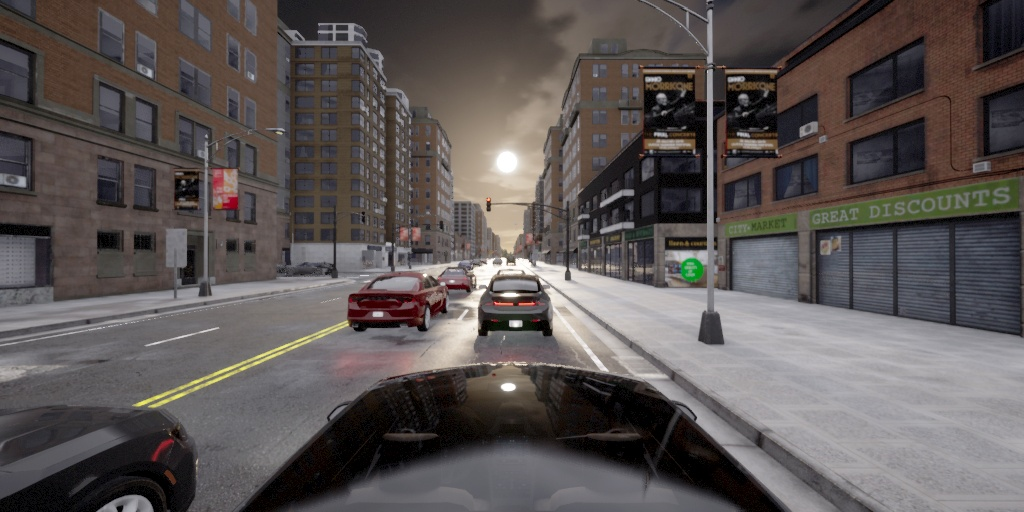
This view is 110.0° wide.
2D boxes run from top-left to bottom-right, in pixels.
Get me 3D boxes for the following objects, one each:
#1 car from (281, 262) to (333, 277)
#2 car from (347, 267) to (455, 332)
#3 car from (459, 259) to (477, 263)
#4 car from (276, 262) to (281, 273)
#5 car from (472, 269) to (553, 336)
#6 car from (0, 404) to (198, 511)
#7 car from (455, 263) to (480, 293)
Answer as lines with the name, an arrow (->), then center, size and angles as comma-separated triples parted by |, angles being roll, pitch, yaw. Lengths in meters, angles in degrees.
car -> -19.714, 1.314, 35.114 | 4.181, 1.385, 1.994 | 0, 0, 4
car -> -3.176, 1.228, 10.946 | 1.882, 1.535, 5.008 | 0, 0, 0
car -> -6.727, 1.295, 52.354 | 1.812, 1.442, 4.674 | 0, 0, 2
car -> -27.917, 1.331, 40.755 | 4.403, 1.370, 2.007 | 0, 0, 0
car -> 0.077, 1.256, 10.369 | 1.837, 1.490, 4.892 | 0, 0, 0
car -> -3.147, 1.255, 0.521 | 1.837, 1.490, 4.892 | 0, 0, 0
car -> -3.199, 1.317, 21.017 | 1.994, 1.385, 4.181 | 0, 0, -1
